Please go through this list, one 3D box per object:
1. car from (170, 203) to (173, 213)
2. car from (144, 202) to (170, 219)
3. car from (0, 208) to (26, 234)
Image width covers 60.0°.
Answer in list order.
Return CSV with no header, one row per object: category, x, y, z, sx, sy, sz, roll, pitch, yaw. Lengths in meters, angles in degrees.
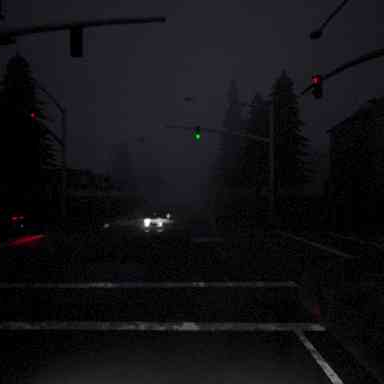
car,-3.566,2.021,43.999,2.033,1.411,5.357,0,-1,0
car,-3.585,1.926,33.623,1.994,1.385,4.181,0,-1,0
car,-11.131,1.502,17.021,4.902,1.511,2.128,1,-1,-1
